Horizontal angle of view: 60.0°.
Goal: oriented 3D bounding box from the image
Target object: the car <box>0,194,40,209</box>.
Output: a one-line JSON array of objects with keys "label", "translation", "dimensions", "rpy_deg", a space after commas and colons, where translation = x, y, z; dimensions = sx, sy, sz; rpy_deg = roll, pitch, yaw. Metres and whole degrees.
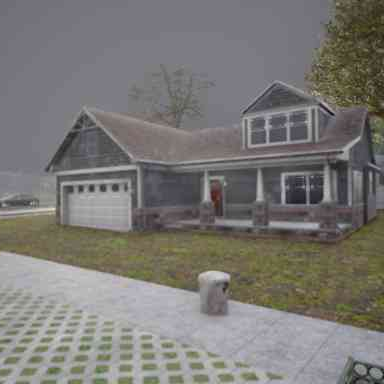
[{"label": "car", "translation": [-19.181, 0.998, 36.206], "dimensions": [1.837, 1.490, 4.892], "rpy_deg": [-1, 1, 38]}]
